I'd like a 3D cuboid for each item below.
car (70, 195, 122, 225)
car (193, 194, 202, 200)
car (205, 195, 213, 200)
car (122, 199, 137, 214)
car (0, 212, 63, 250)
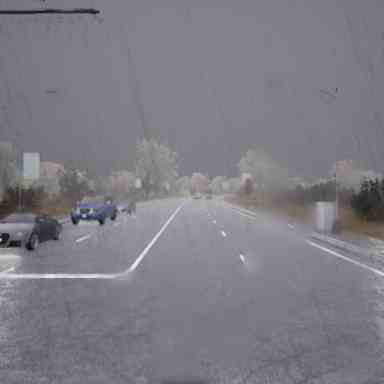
[{"bbox_3d":[-7.120,1.238,24.819,2.150,2.045,5.566,0,0,1],"label":"car"},{"bbox_3d":[1.281,1.649,95.241,1.895,1.301,4.718,0,0,4],"label":"car"},{"bbox_3d":[4.773,1.555,95.014,1.837,1.490,4.892,0,0,4],"label":"car"},{"bbox_3d":[-7.110,1.515,35.336,2.128,1.511,4.902,0,0,0],"label":"car"},{"bbox_3d":[-7.124,1.573,14.191,1.994,1.385,4.181,0,0,-1],"label":"car"}]
